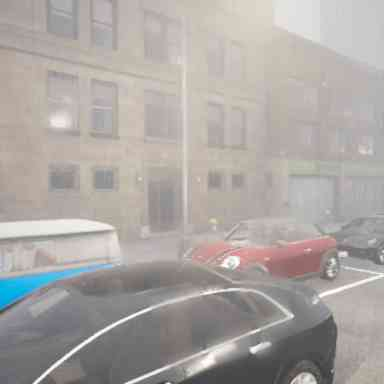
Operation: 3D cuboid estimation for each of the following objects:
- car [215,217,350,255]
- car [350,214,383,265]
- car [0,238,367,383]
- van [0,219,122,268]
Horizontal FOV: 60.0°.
[{"bbox_3d":[1.670,1.384,7.957,4.097,1.590,1.967,-1,0,-35],"label":"car"},{"bbox_3d":[6.286,1.455,11.249,4.313,1.339,1.947,-1,0,-35],"label":"car"},{"bbox_3d":[-0.690,1.496,2.874,4.892,1.490,1.837,-1,0,-35],"label":"car"},{"bbox_3d":[-2.945,1.339,4.665,3.998,1.788,1.690,-1,0,-35],"label":"van"}]
